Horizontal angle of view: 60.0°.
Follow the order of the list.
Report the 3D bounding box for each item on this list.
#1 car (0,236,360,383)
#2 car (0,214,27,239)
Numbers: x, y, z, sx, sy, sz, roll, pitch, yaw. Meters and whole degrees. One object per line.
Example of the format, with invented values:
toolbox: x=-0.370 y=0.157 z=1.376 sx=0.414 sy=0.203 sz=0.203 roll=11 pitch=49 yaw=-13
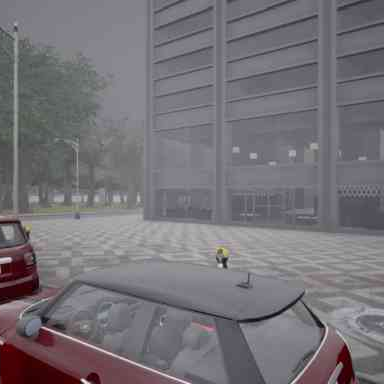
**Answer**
car: x=-0.614 y=1.440 z=3.398 sx=4.097 sy=1.590 sz=1.967 roll=0 pitch=0 yaw=35
car: x=-5.043 y=1.315 z=6.552 sx=5.009 sy=1.841 sz=2.192 roll=0 pitch=0 yaw=35
